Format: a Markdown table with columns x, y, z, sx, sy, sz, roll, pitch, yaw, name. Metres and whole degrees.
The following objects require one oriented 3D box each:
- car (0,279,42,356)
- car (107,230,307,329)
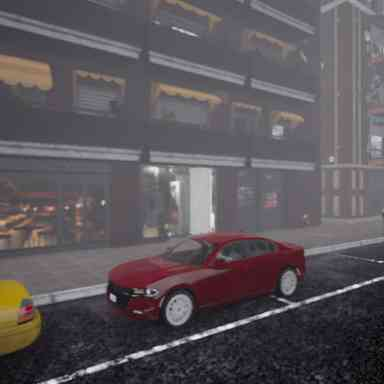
| x | y | z | sx | sy | sz | roll | pitch | yaw | name |
| --- | --- | --- | --- | --- | --- | --- | --- | --- | --- |
| -4.279 | 1.529 | 3.511 | 4.829 | 1.417 | 1.752 | 0 | 0 | -35 | car |
| 0.498 | 1.534 | 6.917 | 4.507 | 1.381 | 1.887 | 0 | 0 | -35 | car |
